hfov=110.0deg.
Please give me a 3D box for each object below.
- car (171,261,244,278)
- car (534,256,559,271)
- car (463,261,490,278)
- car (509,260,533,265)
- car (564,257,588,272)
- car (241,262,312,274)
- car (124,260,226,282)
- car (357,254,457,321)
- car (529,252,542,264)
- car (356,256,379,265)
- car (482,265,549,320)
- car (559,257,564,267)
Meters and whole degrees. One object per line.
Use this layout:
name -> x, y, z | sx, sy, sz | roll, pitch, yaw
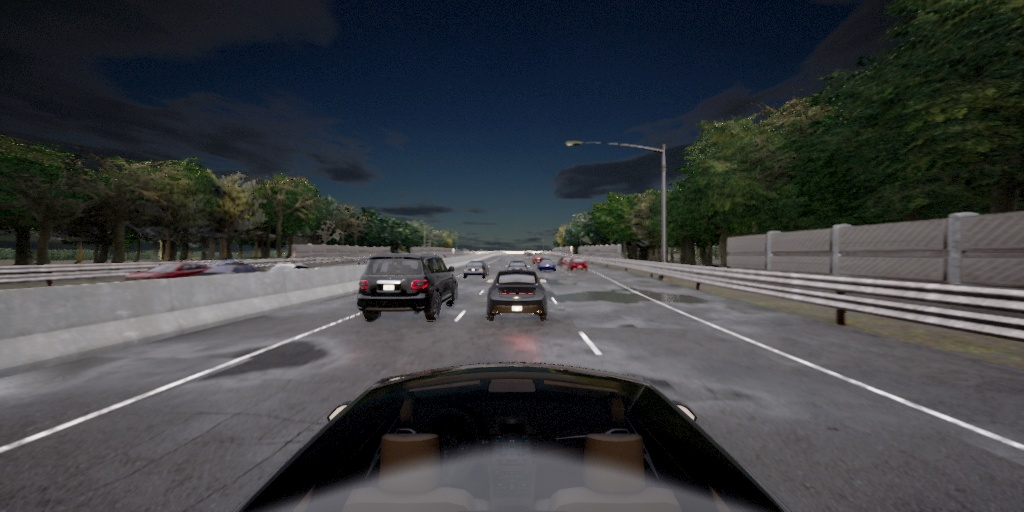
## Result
car -> -17.405, 1.224, 22.227 | 2.033, 1.411, 5.357 | 0, 0, 1
car -> 4.124, 1.012, 43.379 | 1.994, 1.385, 4.181 | 0, 1, 1
car -> -3.032, 1.147, 30.997 | 2.033, 1.411, 5.357 | 0, 1, 1
car -> 0.476, 1.142, 31.340 | 2.033, 1.411, 5.357 | 0, 1, 1
car -> 7.460, 0.955, 41.126 | 1.882, 1.535, 5.008 | 0, 1, 3
car -> -13.901, 1.201, 22.176 | 1.812, 1.442, 4.674 | 0, 0, 1
car -> -20.900, 1.155, 22.290 | 1.882, 1.535, 5.008 | 0, 0, 1
car -> -3.336, 0.943, 12.461 | 2.150, 2.045, 5.566 | 0, 0, 1
car -> 4.523, 0.465, 62.803 | 2.097, 1.767, 4.553 | 0, 1, 1
car -> -23.596, 0.768, 58.881 | 1.994, 1.385, 4.181 | 0, 1, 2
car -> 0.169, 1.226, 12.557 | 1.837, 1.490, 4.892 | 0, 0, 1
car -> 7.800, 0.837, 51.816 | 1.812, 1.442, 4.674 | 0, 1, 1
